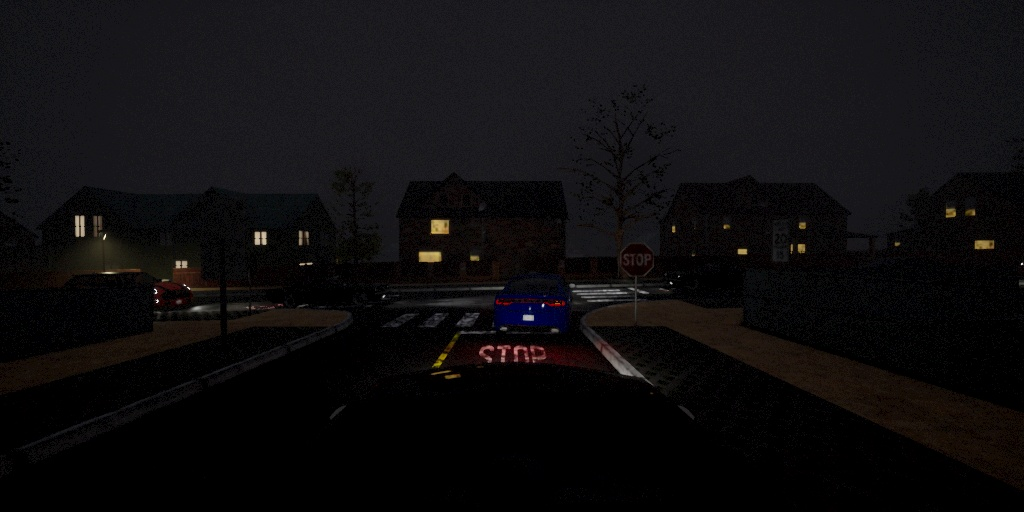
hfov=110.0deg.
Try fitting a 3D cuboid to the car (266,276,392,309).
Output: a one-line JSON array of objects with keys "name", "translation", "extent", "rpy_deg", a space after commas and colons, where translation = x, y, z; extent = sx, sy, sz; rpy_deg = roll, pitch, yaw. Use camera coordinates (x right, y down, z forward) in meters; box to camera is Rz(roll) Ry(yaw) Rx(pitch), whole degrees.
[{"name": "car", "translation": [-7.807, 1.506, 15.651], "extent": [4.718, 1.301, 1.895], "rpy_deg": [-1, 1, 0]}]

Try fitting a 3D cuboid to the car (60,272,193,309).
[{"name": "car", "translation": [-16.794, 1.472, 15.646], "extent": [4.553, 1.767, 2.097], "rpy_deg": [-1, 1, 0]}]

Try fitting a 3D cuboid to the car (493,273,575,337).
[{"name": "car", "translation": [0.789, 1.226, 10.440], "extent": [1.882, 1.535, 5.008], "rpy_deg": [0, 0, 10]}]

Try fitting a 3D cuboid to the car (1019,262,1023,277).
[{"name": "car", "translation": [29.572, 0.334, 18.593], "extent": [4.553, 1.767, 2.097], "rpy_deg": [-1, 1, 0]}]

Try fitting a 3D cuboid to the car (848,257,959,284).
[{"name": "car", "translation": [20.062, 0.753, 18.605], "extent": [5.357, 1.411, 2.033], "rpy_deg": [-1, 1, 0]}]

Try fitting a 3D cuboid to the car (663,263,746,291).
[{"name": "car", "translation": [10.416, 1.034, 18.572], "extent": [4.718, 1.301, 1.895], "rpy_deg": [-1, 1, -1]}]
